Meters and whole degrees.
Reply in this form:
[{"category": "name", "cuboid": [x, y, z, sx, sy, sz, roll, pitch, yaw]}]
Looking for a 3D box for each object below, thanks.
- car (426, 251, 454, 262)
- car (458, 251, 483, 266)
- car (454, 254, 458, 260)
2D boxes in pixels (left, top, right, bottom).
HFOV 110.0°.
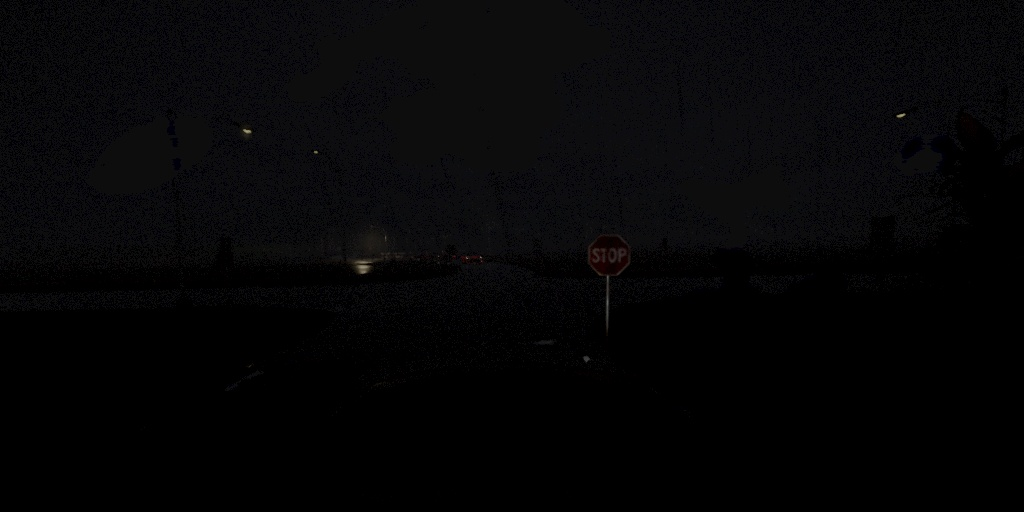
[{"category": "car", "cuboid": [-12.044, -0.011, 59.799, 2.097, 1.767, 4.553, -2, 1, -33]}, {"category": "car", "cuboid": [-4.950, 0.230, 44.097, 2.097, 1.767, 4.553, -1, 1, -16]}, {"category": "car", "cuboid": [-10.788, 0.089, 63.054, 2.033, 1.411, 5.357, -2, 2, -37]}]
